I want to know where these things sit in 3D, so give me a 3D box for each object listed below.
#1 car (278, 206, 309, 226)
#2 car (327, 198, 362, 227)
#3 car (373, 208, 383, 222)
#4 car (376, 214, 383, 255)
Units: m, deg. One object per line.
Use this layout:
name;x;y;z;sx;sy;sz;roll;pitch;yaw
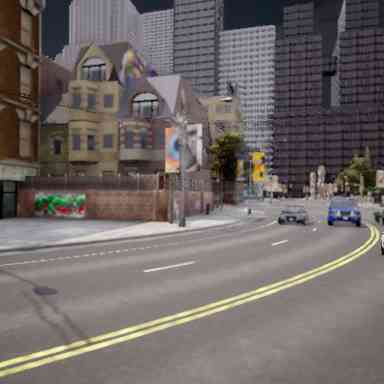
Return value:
car;8.031;1.824;26.063;1.994;1.385;4.181;0;-1;24
car;11.743;1.509;25.739;2.150;2.045;5.566;0;-1;22
car;15.680;1.915;26.265;1.895;1.301;4.718;0;0;19
car;8.726;1.689;13.174;1.812;1.442;4.674;0;0;36
